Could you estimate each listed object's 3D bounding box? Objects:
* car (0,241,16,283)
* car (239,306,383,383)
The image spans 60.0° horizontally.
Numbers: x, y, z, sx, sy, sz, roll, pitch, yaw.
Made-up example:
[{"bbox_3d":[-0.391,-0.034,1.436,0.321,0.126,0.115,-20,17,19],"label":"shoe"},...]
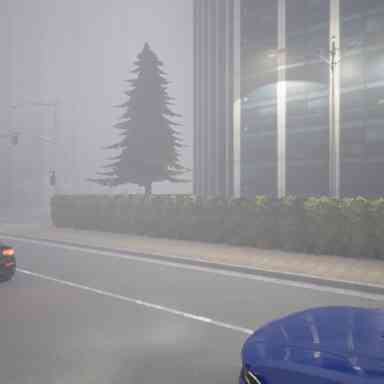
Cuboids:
[{"bbox_3d":[-6.228,1.526,8.390,4.674,1.442,1.812,0,0,36],"label":"car"},{"bbox_3d":[2.691,1.478,2.073,5.008,1.535,1.882,0,0,36],"label":"car"}]
